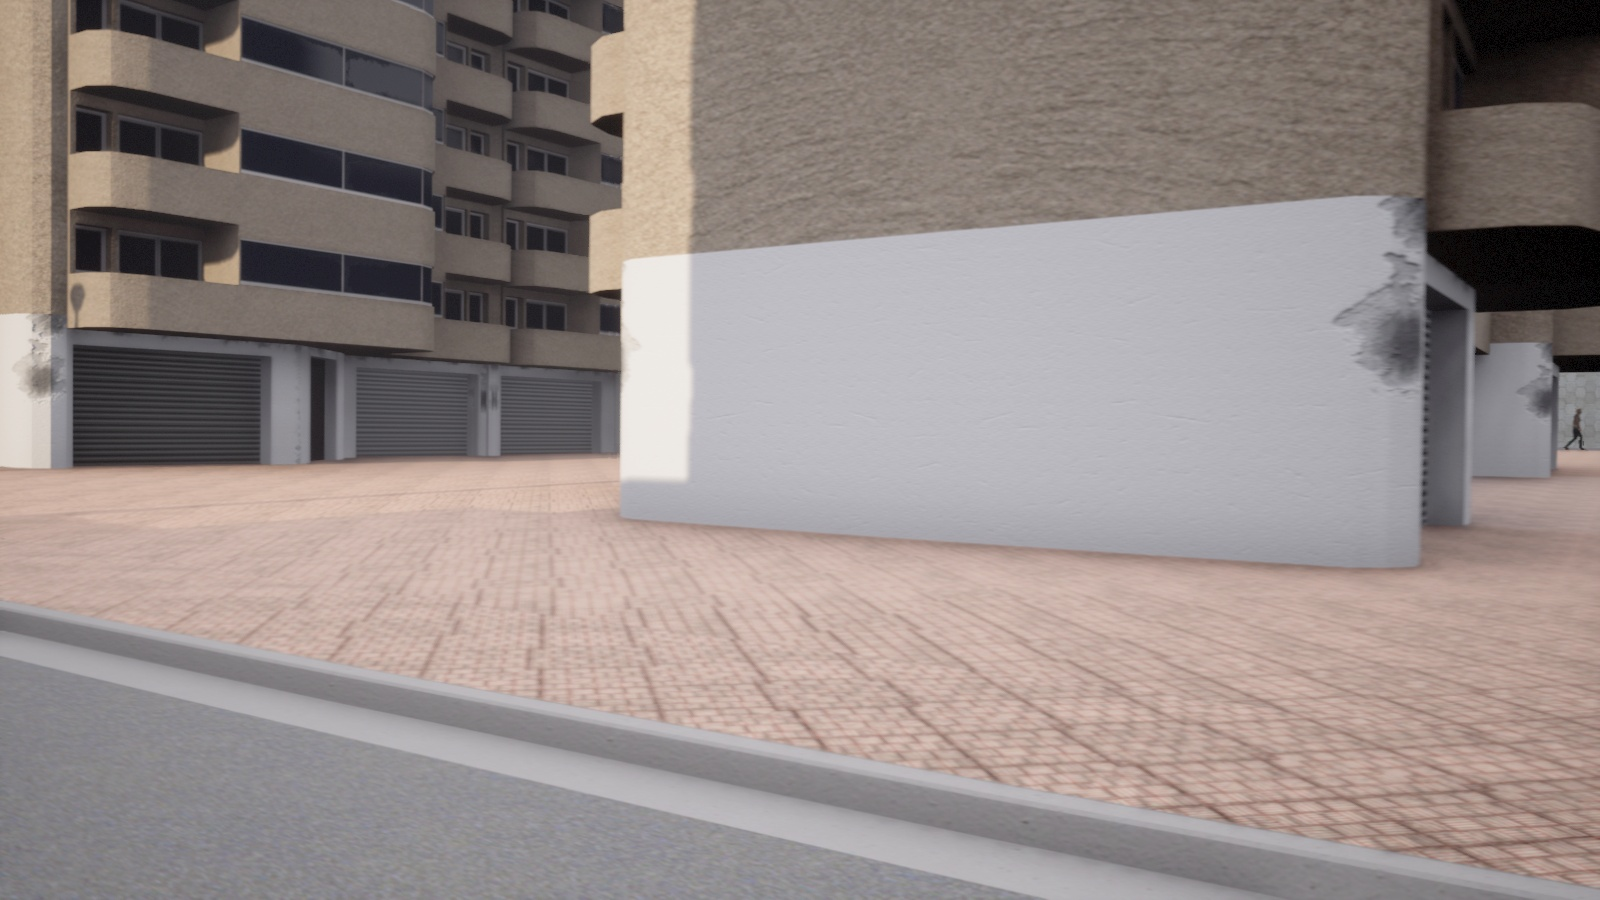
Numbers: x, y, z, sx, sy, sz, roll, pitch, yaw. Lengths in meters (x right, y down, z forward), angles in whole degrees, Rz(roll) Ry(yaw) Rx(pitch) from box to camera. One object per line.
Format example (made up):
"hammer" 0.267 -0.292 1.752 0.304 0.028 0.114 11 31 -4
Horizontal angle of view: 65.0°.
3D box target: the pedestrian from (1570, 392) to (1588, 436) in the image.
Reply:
"pedestrian" 32.831 -1.500 52.934 0.634 1.846 0.331 0 1 32
